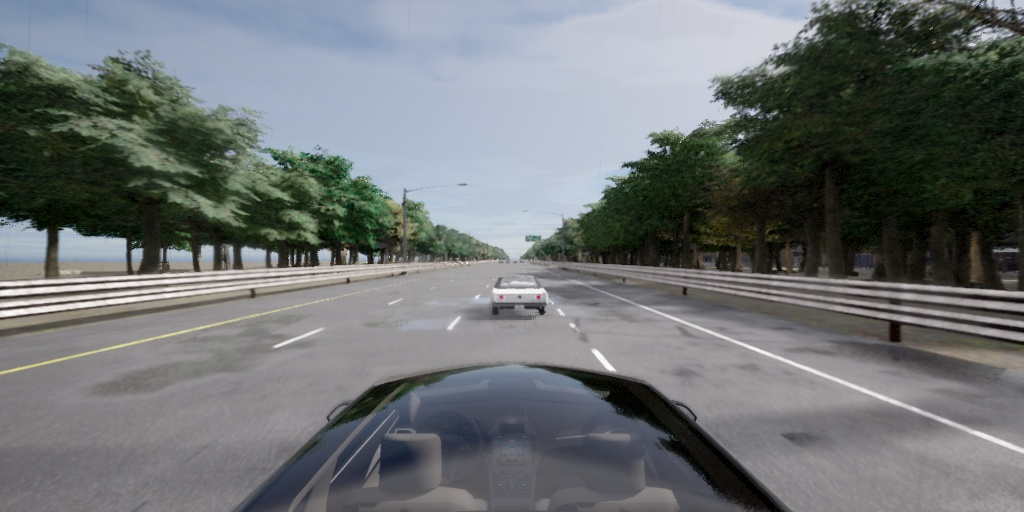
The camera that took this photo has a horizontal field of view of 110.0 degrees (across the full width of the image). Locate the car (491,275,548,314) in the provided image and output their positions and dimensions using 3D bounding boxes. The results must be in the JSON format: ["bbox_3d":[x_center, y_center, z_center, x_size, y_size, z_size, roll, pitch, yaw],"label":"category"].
[{"bbox_3d":[0.209,1.390,13.937,1.895,1.301,4.718,0,0,-1],"label":"car"}]
